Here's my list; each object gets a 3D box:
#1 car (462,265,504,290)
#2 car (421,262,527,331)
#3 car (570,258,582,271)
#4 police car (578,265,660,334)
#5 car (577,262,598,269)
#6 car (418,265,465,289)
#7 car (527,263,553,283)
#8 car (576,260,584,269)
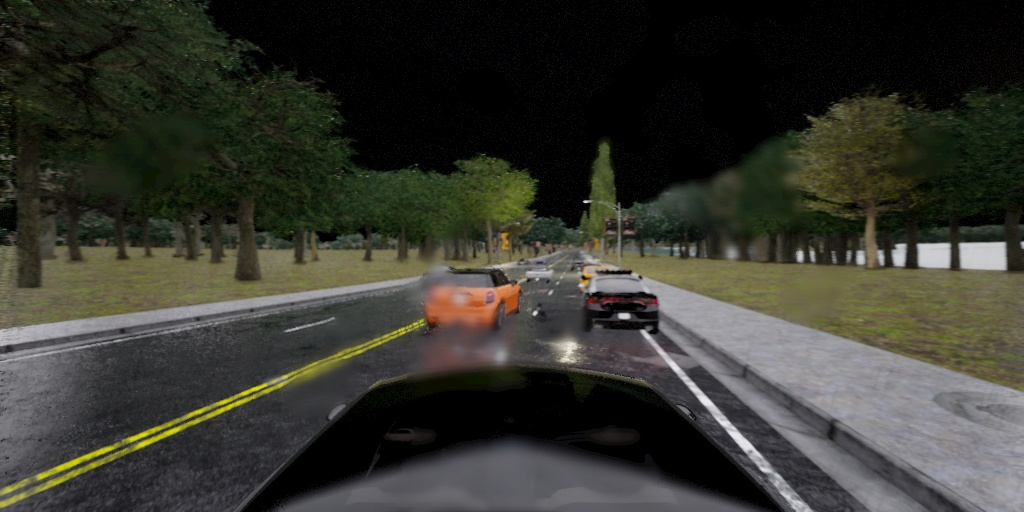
[{"bbox_3d":[-1.962,1.451,25.481,1.812,1.442,4.674,0,0,10],"label":"car"},{"bbox_3d":[-0.982,1.187,11.594,2.097,1.767,4.553,0,-1,10],"label":"car"},{"bbox_3d":[8.706,1.224,47.204,1.837,1.490,4.892,0,0,11],"label":"car"},{"bbox_3d":[3.109,1.230,11.015,1.930,1.638,5.238,0,0,10],"label":"police car"},{"bbox_3d":[4.877,1.337,20.743,1.882,1.535,5.008,0,0,10],"label":"car"},{"bbox_3d":[-5.081,1.477,26.491,1.812,1.442,4.674,0,0,10],"label":"car"},{"bbox_3d":[2.388,1.492,30.124,1.895,1.301,4.718,0,0,10],"label":"car"},{"bbox_3d":[5.949,1.342,26.644,1.882,1.535,5.008,0,0,10],"label":"car"}]
